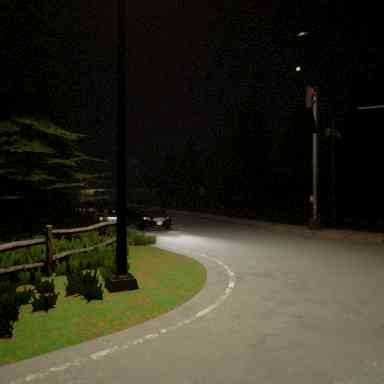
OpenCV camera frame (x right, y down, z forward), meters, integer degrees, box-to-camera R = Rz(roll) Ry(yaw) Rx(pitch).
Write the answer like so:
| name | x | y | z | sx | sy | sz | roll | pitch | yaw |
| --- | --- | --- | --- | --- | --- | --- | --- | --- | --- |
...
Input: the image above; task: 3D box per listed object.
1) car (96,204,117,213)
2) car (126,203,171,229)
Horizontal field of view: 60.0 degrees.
| name | x | y | z | sx | sy | sz | roll | pitch | yaw |
| --- | --- | --- | --- | --- | --- | --- | --- | --- | --- |
| car | -7.703 | 1.537 | 31.284 | 1.994 | 1.385 | 4.181 | 0 | 0 | -24 |
| car | -2.865 | 1.465 | 20.681 | 2.128 | 1.511 | 4.902 | 0 | 0 | -26 |
